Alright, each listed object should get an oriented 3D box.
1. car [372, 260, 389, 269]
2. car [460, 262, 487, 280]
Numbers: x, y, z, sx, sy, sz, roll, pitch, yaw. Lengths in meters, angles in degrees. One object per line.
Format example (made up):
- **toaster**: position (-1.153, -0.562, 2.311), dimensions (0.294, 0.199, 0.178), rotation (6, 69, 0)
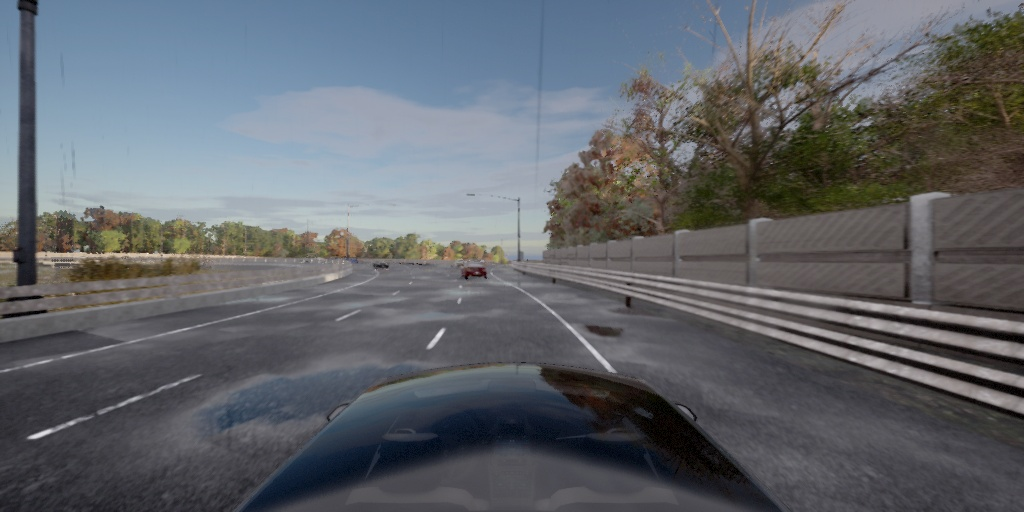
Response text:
- **car**: position (-21.411, 1.361, 58.214), dimensions (1.895, 1.301, 4.718), rotation (0, 0, -30)
- **car**: position (-3.498, 1.264, 32.199), dimensions (1.882, 1.535, 5.008), rotation (0, 0, -14)
